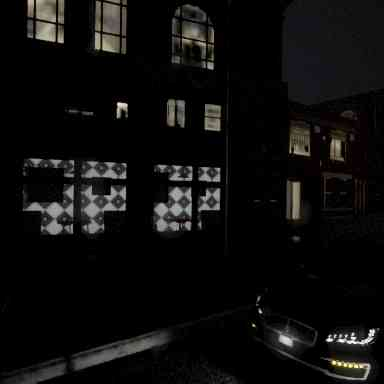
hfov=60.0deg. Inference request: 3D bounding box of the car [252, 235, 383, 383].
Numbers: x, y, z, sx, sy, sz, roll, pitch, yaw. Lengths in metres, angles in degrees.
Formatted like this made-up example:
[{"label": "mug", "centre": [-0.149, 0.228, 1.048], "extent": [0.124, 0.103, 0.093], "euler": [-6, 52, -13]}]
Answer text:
[{"label": "car", "centre": [3.065, 1.508, 5.307], "extent": [4.892, 1.490, 1.837], "euler": [1, 0, -36]}]
